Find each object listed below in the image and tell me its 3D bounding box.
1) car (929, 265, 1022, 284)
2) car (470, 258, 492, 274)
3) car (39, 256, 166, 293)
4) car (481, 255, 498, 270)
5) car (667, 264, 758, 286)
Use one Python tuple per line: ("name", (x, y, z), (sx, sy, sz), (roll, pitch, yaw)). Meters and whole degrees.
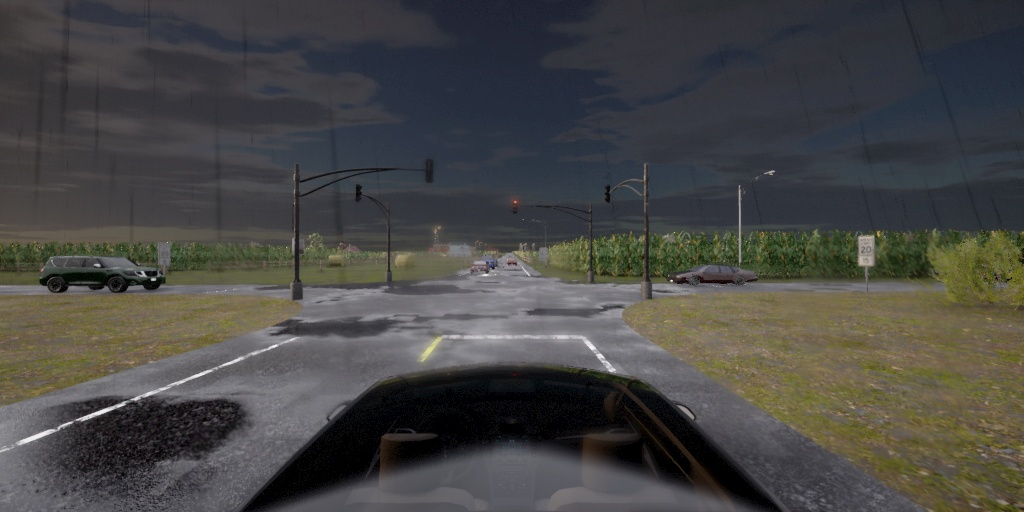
("car", (31.160, 1.253, 23.975), (4.718, 1.301, 1.895), (0, 0, 0))
("car", (-3.602, 1.247, 41.255), (1.812, 1.442, 4.674), (0, 0, 0))
("car", (-23.373, 1.007, 20.590), (5.566, 2.045, 2.150), (0, 0, 0))
("car", (-3.596, 0.924, 51.933), (2.150, 2.045, 5.566), (0, 0, -1))
("car", (13.261, 1.255, 23.851), (5.357, 1.411, 2.033), (0, 0, 0))
